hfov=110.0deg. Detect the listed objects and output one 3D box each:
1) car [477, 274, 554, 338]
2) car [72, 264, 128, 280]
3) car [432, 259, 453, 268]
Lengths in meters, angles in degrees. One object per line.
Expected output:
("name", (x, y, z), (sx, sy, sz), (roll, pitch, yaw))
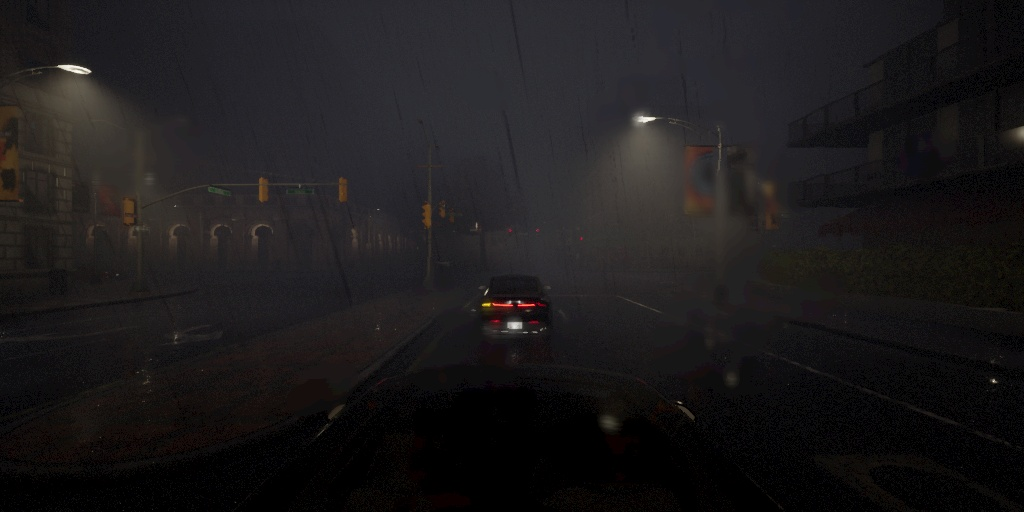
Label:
("car", (0.081, 1.255, 10.180), (1.837, 1.490, 4.892), (0, 0, 0))
("car", (-33.475, 1.314, 28.596), (4.181, 1.385, 1.994), (0, 0, 0))
("car", (-11.515, 1.275, 59.860), (1.812, 1.442, 4.674), (0, 0, 0))
